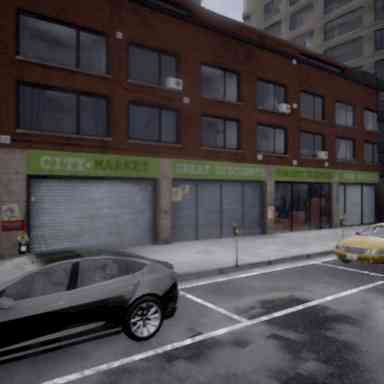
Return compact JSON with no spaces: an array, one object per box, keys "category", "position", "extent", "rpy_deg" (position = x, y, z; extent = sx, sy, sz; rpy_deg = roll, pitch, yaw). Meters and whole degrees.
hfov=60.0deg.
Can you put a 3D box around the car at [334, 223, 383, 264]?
[{"category":"car","position":[6.754,1.640,11.361],"extent":[4.829,1.417,1.752],"rpy_deg":[1,-1,-35]}]

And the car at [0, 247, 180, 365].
[{"category":"car","position":[-2.202,1.575,4.972],"extent":[4.313,1.339,1.947],"rpy_deg":[1,-1,-35]}]
